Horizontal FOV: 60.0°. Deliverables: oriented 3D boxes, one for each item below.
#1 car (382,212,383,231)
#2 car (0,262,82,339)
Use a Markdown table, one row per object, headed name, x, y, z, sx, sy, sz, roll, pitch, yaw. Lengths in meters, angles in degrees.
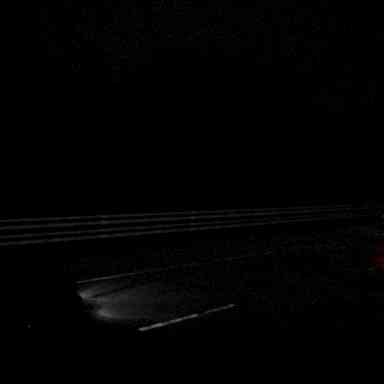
| name | x | y | z | sx | sy | sz | roll | pitch | yaw |
| --- | --- | --- | --- | --- | --- | --- | --- | --- | --- |
| car | 11.453 | 1.212 | 16.206 | 5.566 | 2.045 | 2.150 | -1 | 0 | -36 |
| car | -4.507 | 1.547 | 4.833 | 5.357 | 1.411 | 2.033 | 0 | 0 | -35 |
